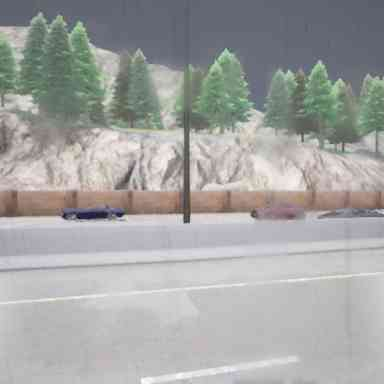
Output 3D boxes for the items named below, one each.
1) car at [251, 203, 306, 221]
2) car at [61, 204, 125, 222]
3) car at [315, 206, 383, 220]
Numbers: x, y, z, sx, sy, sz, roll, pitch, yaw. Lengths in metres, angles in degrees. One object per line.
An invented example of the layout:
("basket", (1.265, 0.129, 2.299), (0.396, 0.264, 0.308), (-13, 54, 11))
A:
("car", (6.744, 1.533, 26.073), (4.181, 1.385, 1.994), (0, 0, -16))
("car", (-7.620, 1.580, 25.723), (4.718, 1.301, 1.895), (0, 0, -15))
("car", (9.370, 1.537, 19.556), (4.181, 1.385, 1.994), (0, 0, -17))
